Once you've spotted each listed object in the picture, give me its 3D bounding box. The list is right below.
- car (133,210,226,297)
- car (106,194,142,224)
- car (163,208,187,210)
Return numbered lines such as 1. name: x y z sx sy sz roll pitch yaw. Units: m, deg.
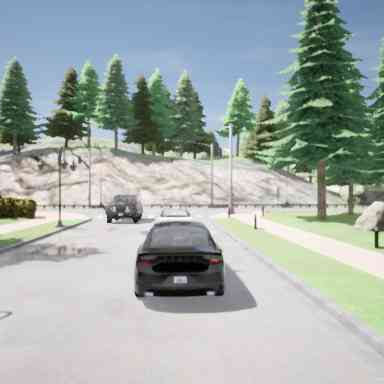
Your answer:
1. car: -0.340 1.462 8.598 1.882 1.535 5.008 0 0 -3
2. car: -5.005 1.172 25.196 2.150 2.045 5.566 0 0 -4
3. car: -0.978 1.567 18.989 1.895 1.301 4.718 0 0 -4
